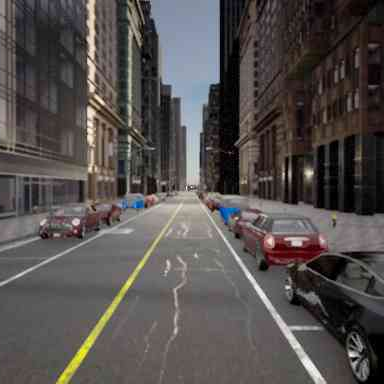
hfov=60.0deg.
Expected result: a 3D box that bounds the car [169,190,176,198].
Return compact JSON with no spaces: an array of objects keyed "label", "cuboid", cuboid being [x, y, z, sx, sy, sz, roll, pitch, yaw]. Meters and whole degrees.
[{"label":"car","cuboid":[-5.918,0.817,89.060,1.887,1.381,4.507,0,0,0]}]

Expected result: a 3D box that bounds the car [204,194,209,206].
[{"label":"car","cuboid":[2.694,1.226,38.666,1.887,1.381,4.507,0,0,0]}]

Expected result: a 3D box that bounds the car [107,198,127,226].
[{"label":"car","cuboid":[-5.803,1.364,21.836,1.887,1.381,4.507,0,0,0]}]

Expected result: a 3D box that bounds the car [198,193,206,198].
[{"label":"car","cuboid":[2.607,0.838,89.080,1.947,1.339,4.313,0,0,0]}]

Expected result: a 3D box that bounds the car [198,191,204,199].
[{"label":"car","cuboid":[2.646,0.997,66.674,1.887,1.381,4.507,0,0,0]}]

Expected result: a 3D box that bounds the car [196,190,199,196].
[{"label":"car","cuboid":[2.625,0.677,77.875,2.192,1.841,5.009,0,0,0]}]

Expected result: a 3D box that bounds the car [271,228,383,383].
[{"label":"car","cuboid":[2.752,1.523,5.057,1.947,1.339,4.313,0,0,0]}]

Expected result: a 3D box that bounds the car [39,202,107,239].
[{"label":"car","cuboid":[-5.794,1.306,16.234,1.967,1.590,4.097,0,0,0]}]

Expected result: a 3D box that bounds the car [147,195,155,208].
[{"label":"car","cuboid":[-5.832,1.227,38.643,1.887,1.381,4.507,0,0,0]}]

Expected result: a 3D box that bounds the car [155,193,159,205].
[{"label":"car","cuboid":[-5.841,1.181,44.244,1.887,1.381,4.507,0,0,0]}]

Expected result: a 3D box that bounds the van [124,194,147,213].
[{"label":"van","cuboid":[-5.823,1.069,33.039,1.690,1.788,3.998,0,0,0]}]

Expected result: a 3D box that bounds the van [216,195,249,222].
[{"label":"van","cuboid":[2.722,1.160,21.859,1.690,1.788,3.998,0,0,0]}]

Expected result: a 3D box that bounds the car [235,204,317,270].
[{"label":"car","cuboid":[2.741,1.351,10.657,1.967,1.590,4.097,0,0,0]}]

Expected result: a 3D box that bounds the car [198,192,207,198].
[{"label":"car","cuboid":[2.616,0.757,83.478,1.967,1.590,4.097,0,0,0]}]

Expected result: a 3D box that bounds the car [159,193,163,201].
[{"label":"car","cuboid":[-5.851,1.117,49.677,1.752,1.417,4.829,0,0,0]}]

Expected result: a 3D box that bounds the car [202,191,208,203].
[{"label":"car","cuboid":[2.684,1.076,44.267,1.967,1.590,4.097,0,0,0]}]

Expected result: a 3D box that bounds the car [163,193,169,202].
[{"label":"car","cuboid":[-5.871,0.939,61.050,1.967,1.590,4.097,0,0,0]}]

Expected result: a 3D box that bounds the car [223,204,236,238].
[{"label":"car","cuboid":[2.732,1.447,16.260,1.802,1.307,4.206,0,0,0]}]

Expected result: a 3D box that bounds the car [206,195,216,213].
[{"label":"car","cuboid":[2.703,1.272,33.064,1.887,1.381,4.507,0,0,0]}]
